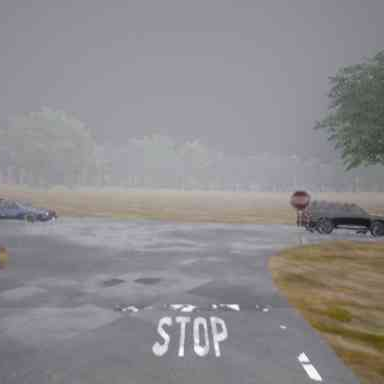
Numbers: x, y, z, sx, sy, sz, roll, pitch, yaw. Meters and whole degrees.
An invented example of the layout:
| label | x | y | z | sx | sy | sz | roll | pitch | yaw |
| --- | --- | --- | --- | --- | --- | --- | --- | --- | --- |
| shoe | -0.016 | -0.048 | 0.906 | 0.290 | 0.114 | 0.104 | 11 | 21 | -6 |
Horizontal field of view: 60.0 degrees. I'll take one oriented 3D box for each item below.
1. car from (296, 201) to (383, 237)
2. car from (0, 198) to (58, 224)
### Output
| label | x | y | z | sx | sy | sz | roll | pitch | yaw |
| --- | --- | --- | --- | --- | --- | --- | --- | --- | --- |
| car | 9.397 | 1.635 | 20.870 | 5.566 | 2.045 | 2.150 | 2 | -2 | -3 |
| car | -10.982 | 1.086 | 19.946 | 5.357 | 1.411 | 2.033 | 3 | -2 | -3 |
